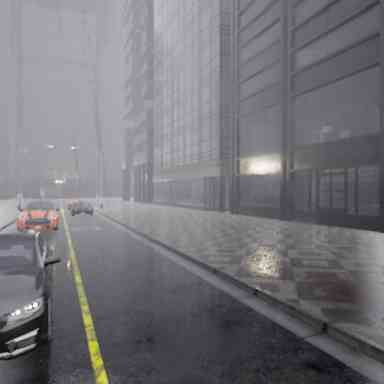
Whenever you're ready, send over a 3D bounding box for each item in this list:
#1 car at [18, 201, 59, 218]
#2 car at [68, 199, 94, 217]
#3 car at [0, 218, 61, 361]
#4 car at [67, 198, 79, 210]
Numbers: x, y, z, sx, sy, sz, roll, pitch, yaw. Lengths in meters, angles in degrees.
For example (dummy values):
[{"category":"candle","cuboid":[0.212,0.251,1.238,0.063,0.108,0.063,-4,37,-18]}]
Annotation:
[{"category":"car","cuboid":[-9.203,1.347,20.127,2.097,1.767,4.553,0,0,-22]},{"category":"car","cuboid":[-10.618,1.594,31.909,1.895,1.301,4.718,0,0,-22]},{"category":"car","cuboid":[-3.514,1.490,5.997,2.128,1.511,4.902,0,0,-22]},{"category":"car","cuboid":[-14.486,1.517,41.493,1.812,1.442,4.674,0,0,-22]}]
